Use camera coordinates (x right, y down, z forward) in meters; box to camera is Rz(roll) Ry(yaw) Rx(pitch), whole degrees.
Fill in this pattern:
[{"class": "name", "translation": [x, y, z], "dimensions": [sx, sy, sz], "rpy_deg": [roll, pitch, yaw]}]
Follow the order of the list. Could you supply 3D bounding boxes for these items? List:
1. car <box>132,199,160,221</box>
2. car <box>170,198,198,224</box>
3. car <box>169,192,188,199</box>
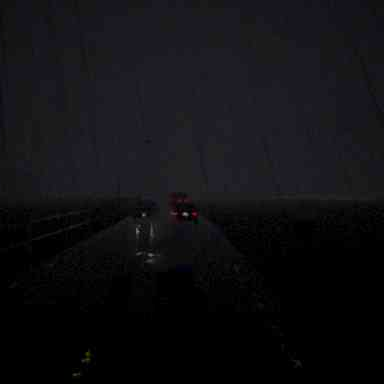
[{"class": "car", "translation": [-3.497, 1.347, 25.974], "dimensions": [2.128, 1.511, 4.902], "rpy_deg": [0, 0, -2]}, {"class": "car", "translation": [-0.529, 1.417, 23.469], "dimensions": [2.033, 1.411, 5.357], "rpy_deg": [0, 0, -2]}, {"class": "car", "translation": [-1.599, 1.018, 40.303], "dimensions": [2.150, 2.045, 5.566], "rpy_deg": [0, 0, -4]}]
